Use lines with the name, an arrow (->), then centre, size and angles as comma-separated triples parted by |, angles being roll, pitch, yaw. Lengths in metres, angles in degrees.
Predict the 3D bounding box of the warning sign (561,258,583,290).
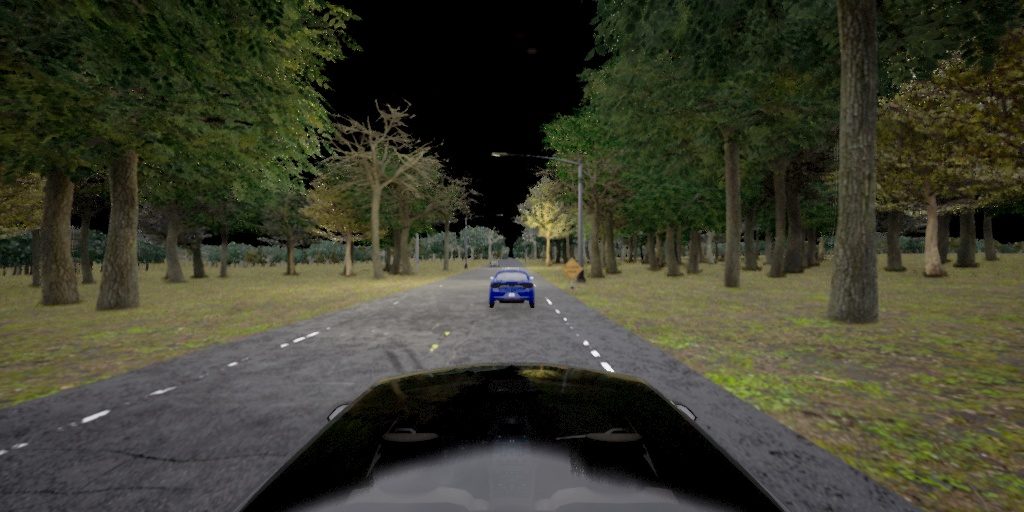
warning sign -> 3.537, 1.044, 21.068 | 1.300, 1.860, 1.060 | 0, 0, 0

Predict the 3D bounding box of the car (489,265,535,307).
car -> -0.004, 1.363, 16.332 | 1.882, 1.535, 5.008 | 0, 0, 0
